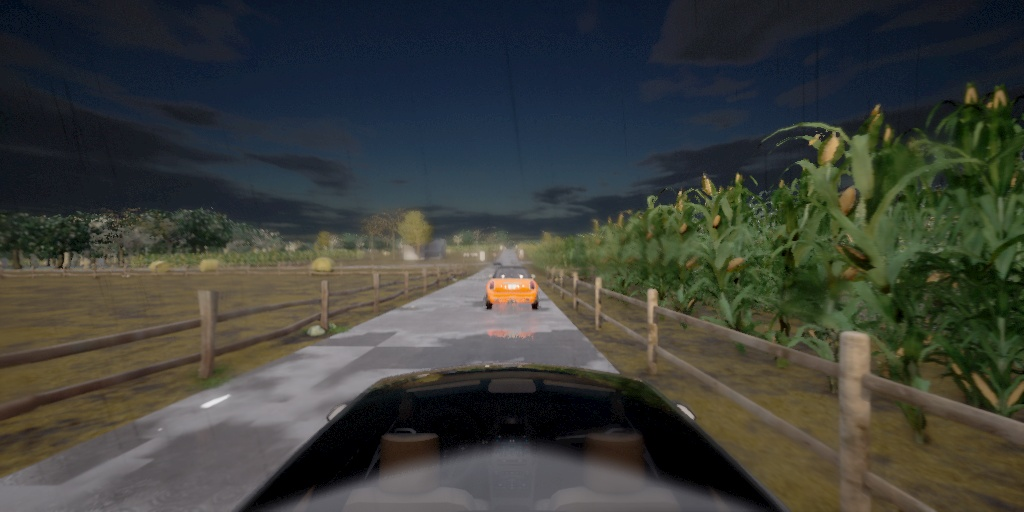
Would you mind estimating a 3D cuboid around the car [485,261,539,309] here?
[{"bbox_3d":[0.004,1.224,15.909,2.097,1.767,4.553,0,-1,0],"label":"car"}]
